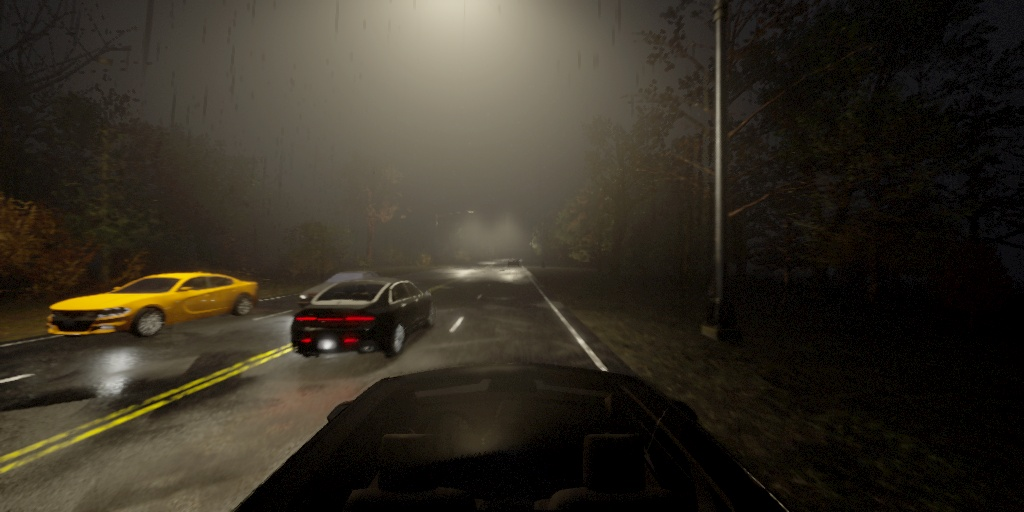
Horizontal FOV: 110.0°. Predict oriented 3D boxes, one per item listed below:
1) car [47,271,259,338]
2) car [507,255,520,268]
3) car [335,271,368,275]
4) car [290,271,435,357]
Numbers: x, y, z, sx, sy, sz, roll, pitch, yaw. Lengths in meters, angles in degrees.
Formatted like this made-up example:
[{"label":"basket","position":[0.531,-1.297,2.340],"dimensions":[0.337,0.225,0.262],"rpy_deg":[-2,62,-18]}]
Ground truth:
[{"label":"car","position":[-9.803,1.238,10.439],"dimensions":[1.882,1.535,5.008],"rpy_deg":[0,0,0]},{"label":"car","position":[0.263,1.019,56.480],"dimensions":[1.994,1.385,4.181],"rpy_deg":[0,0,1]},{"label":"car","position":[-6.503,1.317,14.926],"dimensions":[2.033,1.411,5.357],"rpy_deg":[0,0,1]},{"label":"car","position":[-3.140,1.266,8.534],"dimensions":[1.837,1.490,4.892],"rpy_deg":[0,0,0]}]
